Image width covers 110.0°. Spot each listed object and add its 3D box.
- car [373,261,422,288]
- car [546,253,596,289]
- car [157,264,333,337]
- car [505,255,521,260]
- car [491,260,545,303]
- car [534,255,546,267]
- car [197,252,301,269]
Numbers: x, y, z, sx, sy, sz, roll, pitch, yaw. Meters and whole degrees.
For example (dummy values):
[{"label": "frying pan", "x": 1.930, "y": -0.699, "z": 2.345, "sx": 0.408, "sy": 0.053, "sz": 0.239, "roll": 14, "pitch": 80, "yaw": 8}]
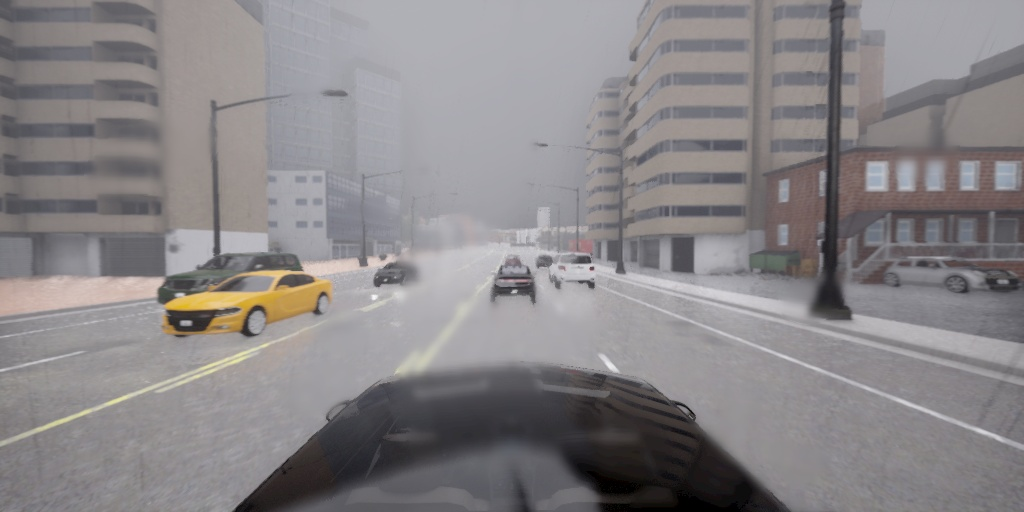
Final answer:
[{"label": "car", "x": -7.026, "y": 1.082, "z": 22.401, "sx": 1.837, "sy": 1.490, "sz": 4.892, "roll": 0, "pitch": 0, "yaw": 0}, {"label": "car", "x": 3.557, "y": 0.798, "z": 21.833, "sx": 2.150, "sy": 2.045, "sz": 5.566, "roll": 0, "pitch": 1, "yaw": 0}, {"label": "car", "x": -7.086, "y": 1.170, "z": 10.296, "sx": 1.882, "sy": 1.535, "sz": 5.008, "roll": 0, "pitch": 0, "yaw": 0}, {"label": "car", "x": 0.104, "y": 0.556, "z": 42.020, "sx": 1.812, "sy": 1.442, "sz": 4.674, "roll": 0, "pitch": 2, "yaw": 0}, {"label": "car", "x": 0.102, "y": 1.133, "z": 15.975, "sx": 2.128, "sy": 1.511, "sz": 4.902, "roll": 0, "pitch": 0, "yaw": 0}, {"label": "car", "x": 3.580, "y": 0.601, "z": 40.298, "sx": 1.837, "sy": 1.490, "sz": 4.892, "roll": 0, "pitch": 3, "yaw": 0}, {"label": "car", "x": -10.500, "y": 0.876, "z": 14.130, "sx": 2.150, "sy": 2.045, "sz": 5.566, "roll": 0, "pitch": 0, "yaw": 0}]
